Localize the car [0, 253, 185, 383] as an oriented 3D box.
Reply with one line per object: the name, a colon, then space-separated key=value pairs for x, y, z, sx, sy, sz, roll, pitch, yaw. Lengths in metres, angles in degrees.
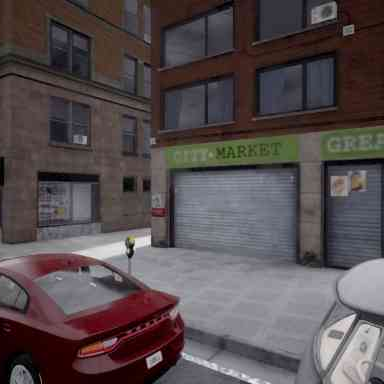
car: x=-2.192 y=1.544 z=4.639 sx=4.507 sy=1.381 sz=1.887 roll=0 pitch=0 yaw=35

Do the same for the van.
van: x=2.417 y=1.341 z=1.352 sx=3.998 sy=1.788 sz=1.690 roll=0 pitch=0 yaw=35
